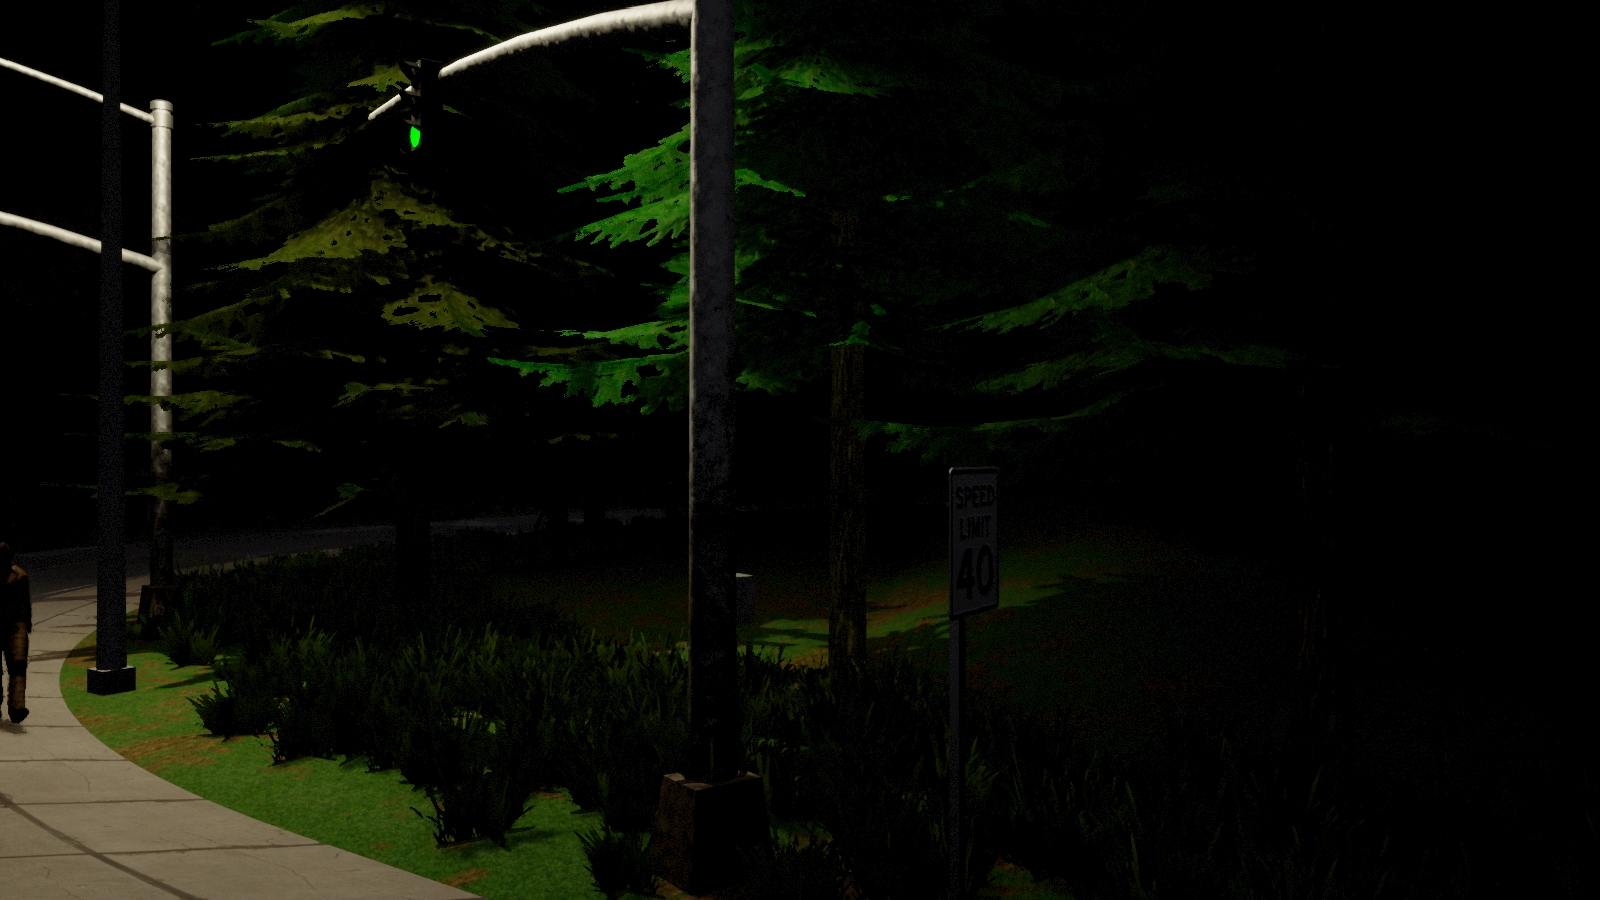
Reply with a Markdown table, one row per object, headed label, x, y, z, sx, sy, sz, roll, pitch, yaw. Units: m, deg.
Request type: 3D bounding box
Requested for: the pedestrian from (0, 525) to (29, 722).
| label | x | y | z | sx | sy | sz | roll | pitch | yaw |
| --- | --- | --- | --- | --- | --- | --- | --- | --- | --- |
| pedestrian | -7.740 | 1.671 | 11.078 | 0.375 | 1.860 | 0.375 | 0 | 0 | 45 |
